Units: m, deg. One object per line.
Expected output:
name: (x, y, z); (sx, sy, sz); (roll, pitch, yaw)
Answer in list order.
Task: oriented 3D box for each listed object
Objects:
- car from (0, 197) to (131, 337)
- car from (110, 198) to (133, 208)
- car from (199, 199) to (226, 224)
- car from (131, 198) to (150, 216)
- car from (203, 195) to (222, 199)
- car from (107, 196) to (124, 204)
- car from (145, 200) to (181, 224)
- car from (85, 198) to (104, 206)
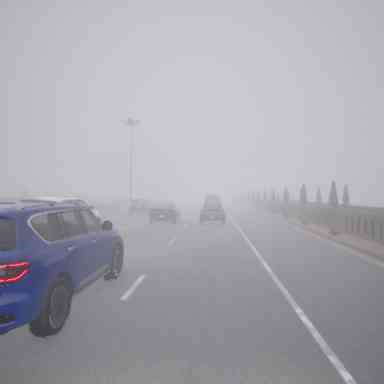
car: (-3.065, 1.218, 6.836); (2.150, 2.045, 5.566); (0, 0, 3)
car: (-10.919, 1.659, 51.736); (2.033, 1.411, 5.357); (0, 0, 4)
car: (1.552, 1.543, 25.132); (2.128, 1.511, 4.902); (0, 0, 4)
car: (-4.928, 1.408, 33.700); (2.097, 1.767, 4.553); (0, 0, 4)
car: (2.649, 1.337, 42.721); (2.150, 2.045, 5.566); (0, 0, 4)
car: (-13.874, 1.351, 60.522); (1.994, 1.385, 4.181); (0, 0, 4)
car: (-1.947, 1.517, 25.257); (1.882, 1.535, 5.008); (0, 0, 4)
car: (-17.431, 1.737, 59.740); (1.994, 1.385, 4.181); (0, 0, 4)
